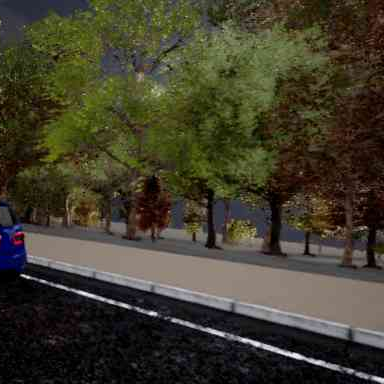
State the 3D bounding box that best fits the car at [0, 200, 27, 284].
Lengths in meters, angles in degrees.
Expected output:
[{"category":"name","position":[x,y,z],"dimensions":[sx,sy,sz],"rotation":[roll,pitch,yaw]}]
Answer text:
[{"category":"car","position":[-6.306,1.164,8.186],"dimensions":[5.566,2.045,2.150],"rotation":[0,0,36]}]
